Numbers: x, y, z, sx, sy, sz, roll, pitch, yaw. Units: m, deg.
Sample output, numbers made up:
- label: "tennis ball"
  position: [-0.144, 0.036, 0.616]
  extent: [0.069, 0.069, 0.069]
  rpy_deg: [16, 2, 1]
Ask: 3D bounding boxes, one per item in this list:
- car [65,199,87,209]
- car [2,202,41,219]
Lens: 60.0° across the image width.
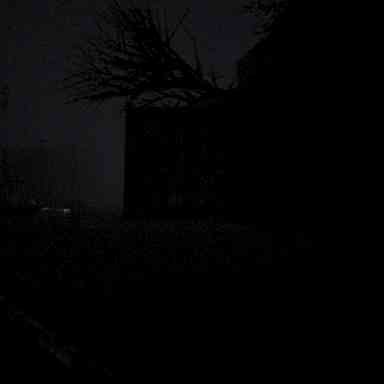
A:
- label: "car"
  position: [-18.598, 1.930, 53.382]
  extent: [1.837, 1.490, 4.892]
  rpy_deg: [1, -1, 6]
- label: "car"
  position: [-16.350, 1.692, 32.183]
  extent: [1.882, 1.535, 5.008]
  rpy_deg: [1, -1, -2]
